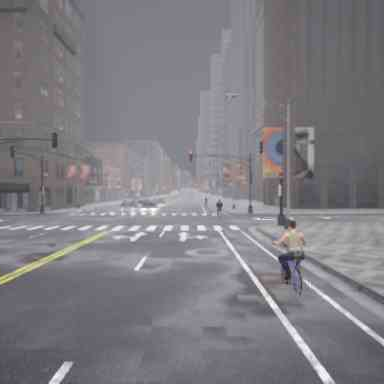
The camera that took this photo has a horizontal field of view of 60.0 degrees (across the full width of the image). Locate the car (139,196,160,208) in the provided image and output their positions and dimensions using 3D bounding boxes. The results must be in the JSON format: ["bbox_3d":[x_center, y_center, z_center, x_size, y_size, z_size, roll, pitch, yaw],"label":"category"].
[{"bbox_3d":[-6.577,1.742,51.641,1.895,1.301,4.718,0,0,0],"label":"car"}]

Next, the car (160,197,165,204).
[{"bbox_3d":[-6.507,1.729,67.184,2.033,1.411,5.357,0,0,0],"label":"car"}]

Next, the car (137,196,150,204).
[{"bbox_3d":[-9.757,1.663,67.490,1.882,1.535,5.008,0,0,0],"label":"car"}]

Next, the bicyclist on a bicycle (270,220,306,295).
[{"bbox_3d":[2.312,1.453,7.765,0.866,1.612,1.509,0,0,-1],"label":"bicyclist on a bicycle"}]

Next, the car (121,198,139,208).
[{"bbox_3d":[-9.823,1.668,52.078,1.812,1.442,4.674,0,0,0],"label":"car"}]

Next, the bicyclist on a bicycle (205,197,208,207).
[{"bbox_3d":[2.257,1.597,52.589,0.582,1.620,1.656,0,-1,0],"label":"bicyclist on a bicycle"}]

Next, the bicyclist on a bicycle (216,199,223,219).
[{"bbox_3d":[2.257,1.421,27.364,0.659,1.776,1.843,0,1,0],"label":"bicyclist on a bicycle"}]
